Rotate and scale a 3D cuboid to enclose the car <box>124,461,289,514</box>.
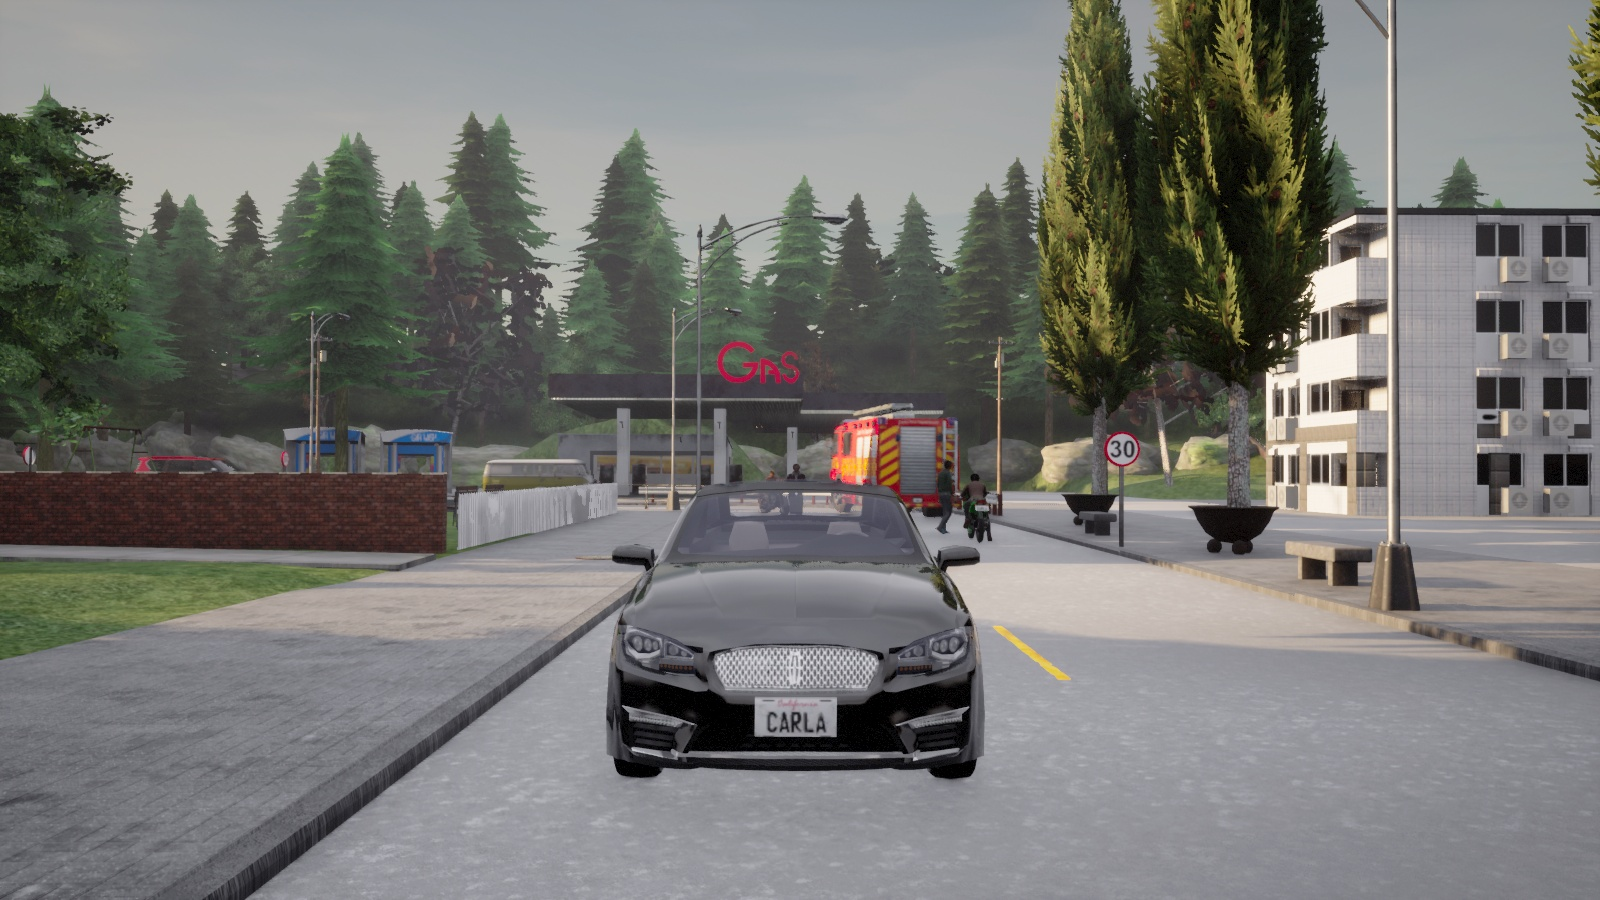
[{"bbox_3d":[-23.634,1.468,50.145,5.566,2.045,2.150,0,-1,0],"label":"car"}]

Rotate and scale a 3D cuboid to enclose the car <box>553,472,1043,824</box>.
[{"bbox_3d":[-0.019,0.903,7.912,2.128,1.511,4.902,0,-1,0],"label":"car"}]

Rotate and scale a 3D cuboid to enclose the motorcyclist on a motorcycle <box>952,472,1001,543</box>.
[{"bbox_3d":[3.939,1.253,28.129,0.797,1.523,2.044,0,-1,0],"label":"motorcyclist on a motorcycle"}]

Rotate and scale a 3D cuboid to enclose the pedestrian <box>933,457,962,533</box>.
[{"bbox_3d":[3.623,1.110,30.922,0.614,1.847,0.353,0,-1,-29],"label":"pedestrian"}]

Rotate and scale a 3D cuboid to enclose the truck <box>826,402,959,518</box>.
[{"bbox_3d":[3.160,0.406,45.831,2.891,3.827,8.468,0,-1,-10],"label":"truck"}]

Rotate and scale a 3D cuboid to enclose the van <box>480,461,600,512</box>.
[{"bbox_3d":[-10.340,1.449,50.197,4.442,1.987,1.775,0,-1,0],"label":"van"}]
